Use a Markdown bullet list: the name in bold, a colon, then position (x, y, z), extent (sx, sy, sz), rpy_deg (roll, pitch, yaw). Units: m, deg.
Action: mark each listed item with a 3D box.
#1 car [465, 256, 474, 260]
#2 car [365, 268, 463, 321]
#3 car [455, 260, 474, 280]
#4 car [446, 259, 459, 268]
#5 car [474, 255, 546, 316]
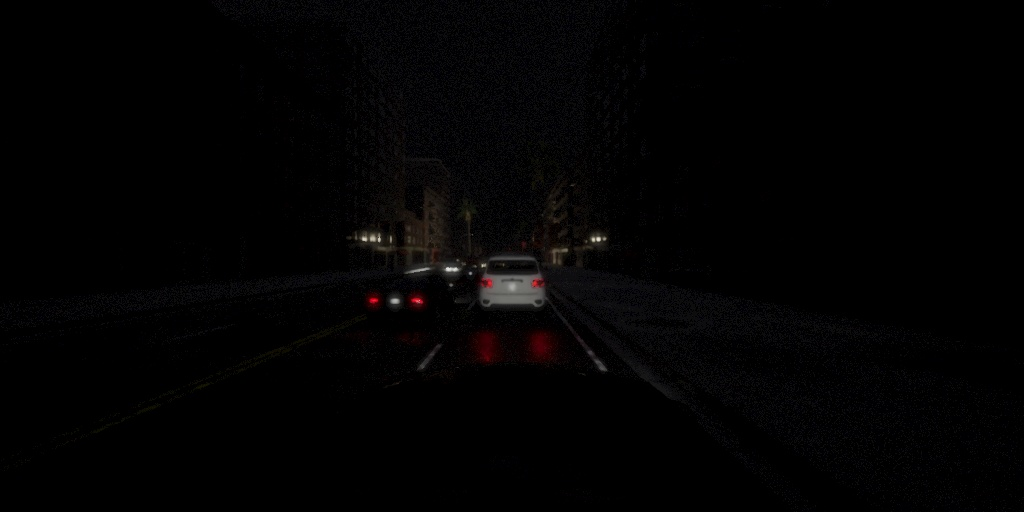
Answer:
- **car**: position (-6.546, 0.948, 60.182), extent (2.150, 2.045, 5.566), rpy_deg (0, 0, 1)
- **car**: position (-3.225, 1.304, 12.448), extent (2.033, 1.411, 5.357), rpy_deg (0, 0, 1)
- **car**: position (-3.202, 1.315, 29.770), extent (1.994, 1.385, 4.181), rpy_deg (0, 0, 0)
- **car**: position (-9.794, 1.219, 60.236), extent (2.128, 1.511, 4.902), rpy_deg (0, 0, 0)
- **car**: position (0.037, 0.979, 13.484), extent (2.150, 2.045, 5.566), rpy_deg (0, 0, 1)
